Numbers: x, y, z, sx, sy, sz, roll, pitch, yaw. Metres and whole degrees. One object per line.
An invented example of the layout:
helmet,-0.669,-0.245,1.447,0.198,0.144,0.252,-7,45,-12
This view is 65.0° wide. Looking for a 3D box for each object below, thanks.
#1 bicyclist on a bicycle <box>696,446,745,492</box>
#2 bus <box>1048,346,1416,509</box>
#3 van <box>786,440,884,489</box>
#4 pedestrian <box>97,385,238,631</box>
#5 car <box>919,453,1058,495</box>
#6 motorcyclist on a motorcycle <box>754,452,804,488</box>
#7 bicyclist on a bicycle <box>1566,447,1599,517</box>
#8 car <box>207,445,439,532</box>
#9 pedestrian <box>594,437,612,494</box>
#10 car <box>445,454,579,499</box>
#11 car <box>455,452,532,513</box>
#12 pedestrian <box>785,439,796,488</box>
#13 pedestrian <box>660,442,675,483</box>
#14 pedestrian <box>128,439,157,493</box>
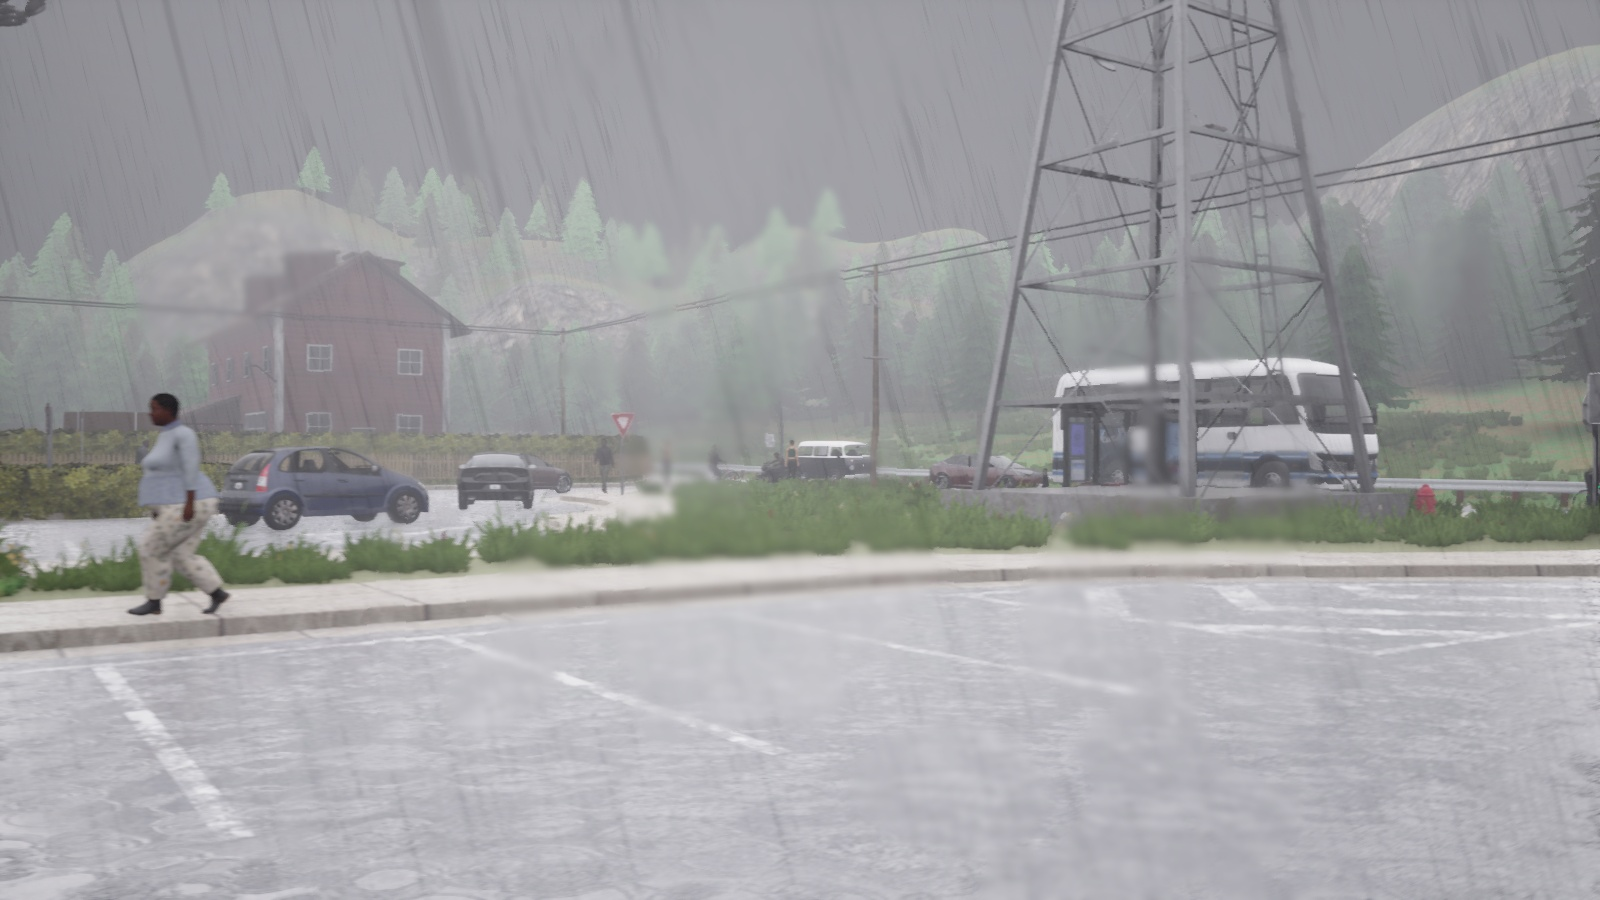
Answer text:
bicyclist on a bicycle,-3.100,0.743,49.351,1.843,1.776,0.659,0,0,-36
bus,12.669,-0.565,38.162,3.944,4.253,10.273,0,0,-34
van,1.485,0.600,54.854,2.069,2.038,4.480,0,0,-34
pedestrian,-5.080,0.436,10.076,0.900,1.855,0.874,0,0,-35
car,6.938,0.844,46.595,2.163,1.488,4.792,0,0,-44
motorcyclist on a motorcycle,-0.911,0.862,54.412,2.044,1.523,0.797,0,0,-12
bicyclist on a bicycle,18.756,0.729,29.079,0.582,1.620,1.656,0,0,-34
car,-9.570,0.725,25.423,1.851,1.617,3.988,0,0,39
pedestrian,-6.403,0.514,40.875,0.431,1.840,0.703,0,0,4
car,-10.016,0.874,44.075,2.163,1.488,4.792,0,0,24
car,-8.285,0.824,34.242,1.882,1.535,5.008,0,0,-12
pedestrian,-0.347,0.517,47.258,0.345,1.836,0.594,0,0,6
pedestrian,-5.907,0.549,55.825,0.345,1.836,0.594,0,0,40
pedestrian,-23.288,0.558,44.462,0.849,1.883,0.563,0,0,-33
